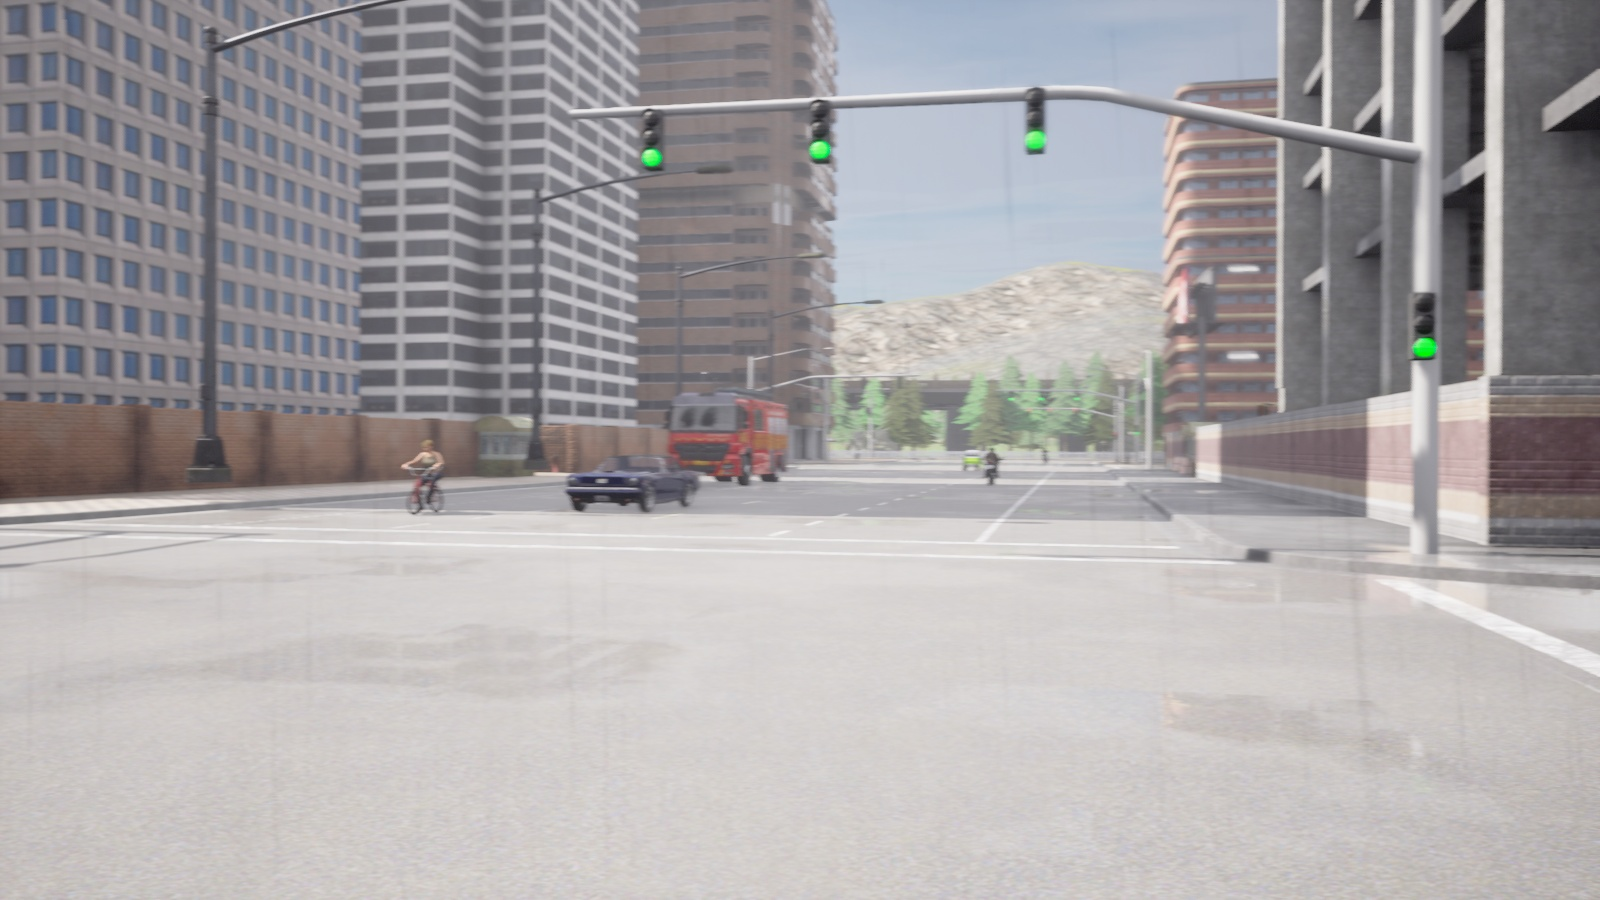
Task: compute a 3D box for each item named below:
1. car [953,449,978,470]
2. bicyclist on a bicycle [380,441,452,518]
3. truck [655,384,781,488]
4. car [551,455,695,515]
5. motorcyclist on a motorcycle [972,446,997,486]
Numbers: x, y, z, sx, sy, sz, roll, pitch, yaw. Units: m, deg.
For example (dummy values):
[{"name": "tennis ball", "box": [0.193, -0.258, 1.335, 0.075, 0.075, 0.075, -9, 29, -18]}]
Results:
[{"name": "car", "box": [10.935, 0.630, 83.009, 1.481, 1.376, 2.207, 0, 0, 12]}, {"name": "bicyclist on a bicycle", "box": [-8.283, 0.616, 27.136, 0.866, 1.612, 1.509, 0, 0, 12]}, {"name": "truck", "box": [-3.147, -0.531, 50.972, 2.891, 3.827, 8.468, 0, 0, 12]}, {"name": "car", "box": [-4.100, 0.777, 29.990, 1.895, 1.301, 4.718, 0, 0, 12]}, {"name": "motorcyclist on a motorcycle", "box": [7.254, 0.625, 49.344, 0.797, 1.523, 2.044, 0, 0, 13]}]
